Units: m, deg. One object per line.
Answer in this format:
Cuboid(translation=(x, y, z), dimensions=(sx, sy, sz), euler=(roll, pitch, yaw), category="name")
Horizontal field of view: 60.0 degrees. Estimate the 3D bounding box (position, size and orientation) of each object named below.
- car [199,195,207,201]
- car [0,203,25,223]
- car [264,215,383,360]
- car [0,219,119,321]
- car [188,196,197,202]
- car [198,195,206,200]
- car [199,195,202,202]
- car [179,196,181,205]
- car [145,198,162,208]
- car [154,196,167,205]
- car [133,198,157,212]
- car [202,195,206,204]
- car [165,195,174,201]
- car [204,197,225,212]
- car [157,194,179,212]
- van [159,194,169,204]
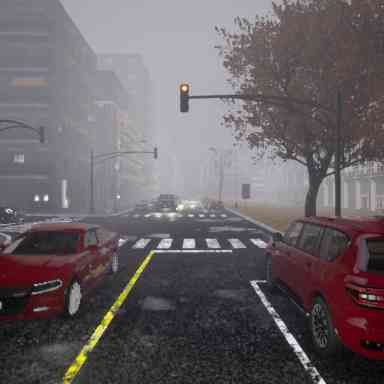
Cuboid(translation=(2.819, 1.621, 88.111), dimensions=(1.887, 1.381, 4.507), euler=(0, 0, 0), category="car")
Cuboid(translation=(-13.444, 1.187, 21.733), dimensions=(4.553, 1.767, 2.097), euler=(1, 0, -3), category="car")
Cuboid(translation=(2.700, 1.315, 5.928), dimensions=(2.192, 1.841, 5.009), euler=(0, 0, 0), category="car")
Cuboid(translation=(-3.021, 1.477, 7.596), dimensions=(1.882, 1.535, 5.008), euler=(0, 0, 0), category="car")
Cuboid(translation=(0.118, 1.587, 79.845), dimensions=(1.812, 1.442, 4.674), euler=(0, 0, 0), category="car")
Cuboid(translation=(2.827, 1.638, 93.643), dimensions=(2.008, 1.369, 4.403), euler=(0, 0, 0), category="car")
Cuboid(translation=(2.787, 1.625, 65.979), dimensions=(1.802, 1.307, 4.206), euler=(0, 0, 0), category="car")
Cuboid(translation=(-3.011, 1.528, 50.094), dimensions=(1.837, 1.490, 4.892), euler=(0, 0, 0), category="car")
Cuboid(translation=(-5.618, 1.573, 49.395), dimensions=(2.008, 1.369, 4.403), euler=(0, 0, 0), category="car")
Cuboid(translation=(-5.602, 1.476, 60.460), dimensions=(1.967, 1.590, 4.097), euler=(0, 0, 0), category="car")
Cuboid(translation=(-5.634, 1.563, 38.329), dimensions=(2.008, 1.369, 4.403), euler=(0, 0, 0), category="car")
Cuboid(translation=(2.762, 1.548, 49.552), dimensions=(1.752, 1.417, 4.829), euler=(0, 0, 0), category="car")
Cuboid(translation=(-5.570, 1.507, 82.591), dimensions=(1.967, 1.590, 4.097), euler=(0, 0, 0), category="car")
Cuboid(translation=(2.746, 1.557, 38.316), dimensions=(1.887, 1.381, 4.507), euler=(0, 0, 0), category="car")
Cuboid(translation=(-3.033, 1.235, 40.075), dimensions=(2.150, 2.045, 5.566), euler=(0, 0, 0), category="car")
Cuboid(translation=(-5.594, 1.384, 65.993), dimensions=(1.690, 1.788, 3.998), euler=(0, 0, 0), category="van")
